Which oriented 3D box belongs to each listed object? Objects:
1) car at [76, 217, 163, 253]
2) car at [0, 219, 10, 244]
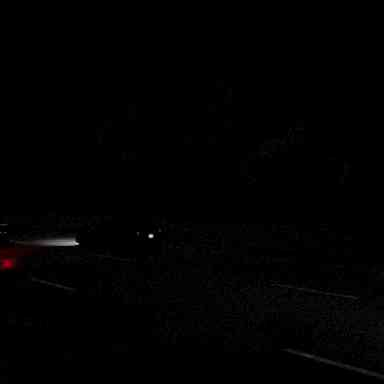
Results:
[{"bbox_3d":[-3.332,1.818,15.015,4.181,1.385,1.994,0,-1,36],"label":"car"},{"bbox_3d":[-10.654,1.704,15.997,4.902,1.511,2.128,0,-1,36],"label":"car"}]
